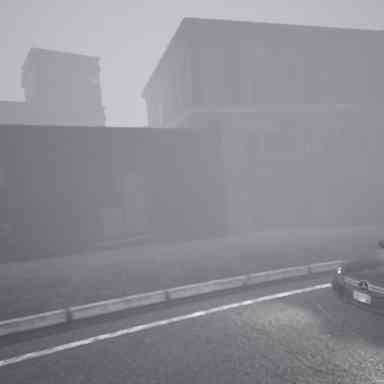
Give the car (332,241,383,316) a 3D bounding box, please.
[{"bbox_3d":[4.860,1.422,6.369,4.674,1.442,1.812,-1,1,-25],"label":"car"}]
